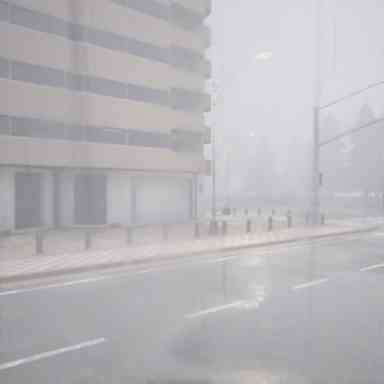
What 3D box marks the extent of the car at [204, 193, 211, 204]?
[{"bbox_3d":[1.074,1.187,60.854,2.150,2.045,5.566,0,0,-36],"label":"car"}]
